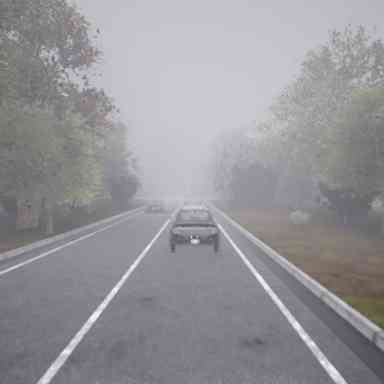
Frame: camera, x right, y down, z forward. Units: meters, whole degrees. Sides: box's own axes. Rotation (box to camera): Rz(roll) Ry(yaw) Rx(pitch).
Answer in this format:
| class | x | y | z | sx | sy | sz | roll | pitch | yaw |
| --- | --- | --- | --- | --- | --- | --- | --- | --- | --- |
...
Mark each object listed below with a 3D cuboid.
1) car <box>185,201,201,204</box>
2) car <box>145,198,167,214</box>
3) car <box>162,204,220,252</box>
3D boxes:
| class | x | y | z | sx | sy | sz | roll | pitch | yaw |
| --- | --- | --- | --- | --- | --- | --- | --- | --- | --- |
| car | 0.101 | 1.479 | 32.005 | 1.895 | 1.301 | 4.718 | 0 | 0 | 0 |
| car | -3.593 | 1.372 | 33.961 | 1.837 | 1.490 | 4.892 | 0 | 0 | 0 |
| car | 0.101 | 1.462 | 13.807 | 2.128 | 1.511 | 4.902 | 0 | 0 | 0 |
